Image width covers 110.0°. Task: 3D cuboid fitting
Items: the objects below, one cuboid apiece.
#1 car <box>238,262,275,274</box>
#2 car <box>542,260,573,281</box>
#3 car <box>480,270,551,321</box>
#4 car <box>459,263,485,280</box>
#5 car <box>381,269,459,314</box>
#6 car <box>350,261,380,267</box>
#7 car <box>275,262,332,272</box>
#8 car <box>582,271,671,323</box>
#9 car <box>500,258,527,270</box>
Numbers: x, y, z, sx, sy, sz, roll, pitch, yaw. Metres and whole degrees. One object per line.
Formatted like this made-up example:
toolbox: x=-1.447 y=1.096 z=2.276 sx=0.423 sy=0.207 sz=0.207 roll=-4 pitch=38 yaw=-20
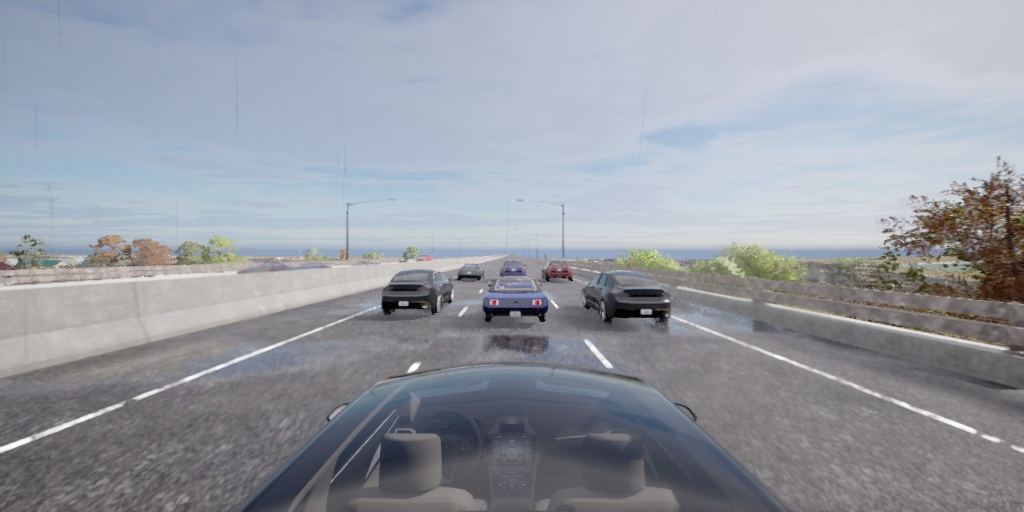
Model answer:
car: x=-21.083 y=1.269 z=31.154 sx=2.033 sy=1.411 sz=5.357 roll=0 pitch=0 yaw=0
car: x=3.613 y=1.075 z=29.421 sx=2.097 sy=1.767 sz=4.553 roll=0 pitch=0 yaw=0
car: x=0.105 y=1.341 z=12.318 sx=1.895 sy=1.301 sz=4.718 roll=0 pitch=0 yaw=0
car: x=-3.387 y=1.286 z=30.321 sx=1.994 sy=1.385 sz=4.181 roll=0 pitch=0 yaw=0
car: x=-3.395 y=1.244 z=13.646 sx=1.837 sy=1.490 sz=4.892 roll=0 pitch=0 yaw=0
car: x=-14.076 y=1.210 z=34.234 sx=2.128 sy=1.511 sz=4.902 roll=0 pitch=0 yaw=0
car: x=-17.583 y=1.269 z=31.156 sx=2.033 sy=1.411 sz=5.357 roll=0 pitch=0 yaw=0
car: x=3.605 y=1.246 z=12.027 sx=1.837 sy=1.490 sz=4.892 roll=0 pitch=0 yaw=0
car: x=0.113 y=1.075 z=29.420 sx=2.097 sy=1.767 sz=4.553 roll=0 pitch=0 yaw=0
